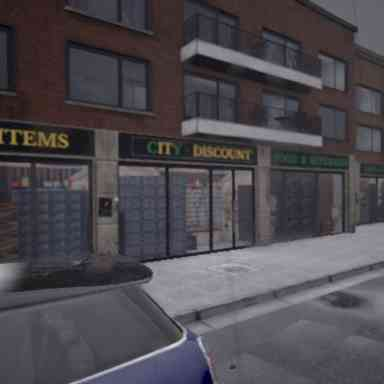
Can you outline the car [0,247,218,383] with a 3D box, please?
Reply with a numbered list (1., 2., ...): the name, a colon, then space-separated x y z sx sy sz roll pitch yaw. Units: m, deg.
1. car: -2.005 1.356 1.946 4.553 1.767 2.097 -1 0 -36
